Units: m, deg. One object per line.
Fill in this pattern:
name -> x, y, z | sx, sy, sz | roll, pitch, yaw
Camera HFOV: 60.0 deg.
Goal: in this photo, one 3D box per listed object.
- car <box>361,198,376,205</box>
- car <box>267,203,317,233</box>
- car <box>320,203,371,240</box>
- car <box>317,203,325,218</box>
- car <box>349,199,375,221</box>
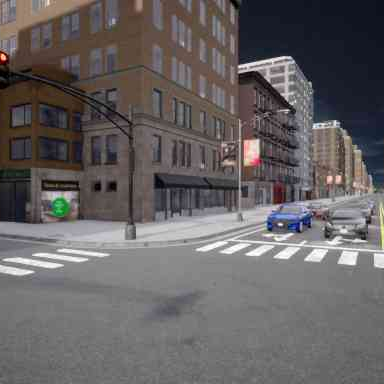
car -> 17.541, 1.523, 34.059 | 1.837, 1.490, 4.892 | 0, 0, 30
car -> 6.033, 1.494, 20.235 | 1.882, 1.535, 5.008 | 0, 0, 29
car -> 8.088, 1.539, 17.273 | 1.812, 1.442, 4.674 | 0, 0, 29
car -> 10.420, 1.583, 28.050 | 1.994, 1.385, 4.181 | 0, 0, 29
car -> 12.624, 1.521, 25.337 | 1.837, 1.490, 4.892 | 0, 0, 29
